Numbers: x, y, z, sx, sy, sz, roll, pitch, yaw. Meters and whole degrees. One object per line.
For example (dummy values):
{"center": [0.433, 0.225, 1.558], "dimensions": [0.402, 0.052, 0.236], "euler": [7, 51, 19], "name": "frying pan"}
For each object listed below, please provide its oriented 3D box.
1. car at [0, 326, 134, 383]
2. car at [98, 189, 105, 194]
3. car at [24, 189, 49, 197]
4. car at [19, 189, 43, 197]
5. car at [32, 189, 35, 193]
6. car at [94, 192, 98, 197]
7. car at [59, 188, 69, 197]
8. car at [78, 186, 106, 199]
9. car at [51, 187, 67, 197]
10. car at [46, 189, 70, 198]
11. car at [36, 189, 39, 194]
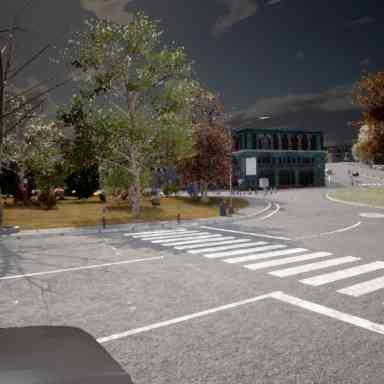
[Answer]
{"center": [-2.906, 1.549, 1.675], "dimensions": [5.357, 1.411, 2.033], "euler": [0, 0, -35], "name": "car"}
{"center": [-14.324, 0.125, 60.106], "dimensions": [2.185, 1.767, 4.553], "euler": [-2, 1, 17], "name": "car"}
{"center": [-35.534, 0.195, 76.337], "dimensions": [1.946, 1.575, 5.366], "euler": [0, 3, 19], "name": "car"}
{"center": [-37.783, 0.151, 78.382], "dimensions": [2.097, 1.535, 5.008], "euler": [0, 3, 19], "name": "car"}
{"center": [-33.171, 0.103, 74.628], "dimensions": [2.185, 1.767, 4.553], "euler": [0, 2, 18], "name": "car"}
{"center": [-16.734, 0.287, 61.737], "dimensions": [1.946, 1.575, 5.366], "euler": [-1, 2, 17], "name": "car"}
{"center": [-23.796, 0.352, 67.297], "dimensions": [2.163, 1.488, 4.792], "euler": [-1, 2, 17], "name": "car"}
{"center": [-19.069, 0.054, 63.734], "dimensions": [2.435, 2.045, 5.566], "euler": [-2, 2, 17], "name": "car"}
{"center": [-26.155, 0.062, 69.107], "dimensions": [2.435, 2.045, 5.566], "euler": [0, 2, 18], "name": "car"}
{"center": [-28.497, 0.294, 70.970], "dimensions": [2.231, 1.521, 4.892], "euler": [-1, 2, 18], "name": "car"}
{"center": [-30.823, 0.263, 72.817], "dimensions": [2.097, 1.535, 5.008], "euler": [0, 2, 18], "name": "car"}
